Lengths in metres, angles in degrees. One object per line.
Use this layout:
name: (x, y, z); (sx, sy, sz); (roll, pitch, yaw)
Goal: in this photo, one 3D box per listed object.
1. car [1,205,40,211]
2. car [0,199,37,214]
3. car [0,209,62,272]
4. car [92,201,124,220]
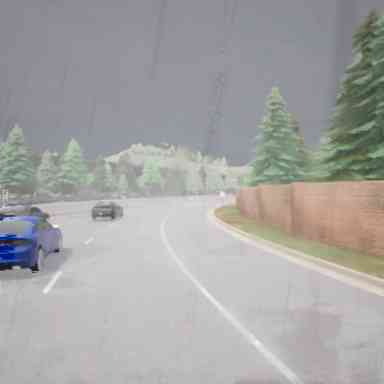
car: (-10.403, 1.601, 20.774); (1.837, 1.490, 4.892); (-1, 0, -5)
car: (-20.745, 1.671, 39.355); (1.882, 1.535, 5.008); (-1, 0, 7)
car: (-5.575, 1.529, 10.839); (1.882, 1.535, 5.008); (-1, 0, -11)
car: (-7.176, 1.547, 28.682); (2.128, 1.511, 4.902); (-1, 0, 0)
